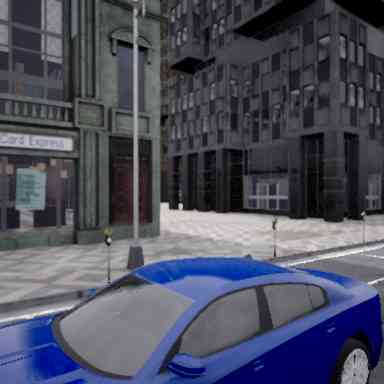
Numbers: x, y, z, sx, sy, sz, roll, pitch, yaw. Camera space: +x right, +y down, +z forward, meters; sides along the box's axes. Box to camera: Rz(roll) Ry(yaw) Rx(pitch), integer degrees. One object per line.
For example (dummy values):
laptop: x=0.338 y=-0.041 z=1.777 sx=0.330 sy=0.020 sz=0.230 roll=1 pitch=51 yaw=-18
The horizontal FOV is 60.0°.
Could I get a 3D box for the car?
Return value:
car: x=-0.026 y=1.481 z=3.362 sx=5.008 sy=1.535 sz=1.882 roll=0 pitch=0 yaw=-36
